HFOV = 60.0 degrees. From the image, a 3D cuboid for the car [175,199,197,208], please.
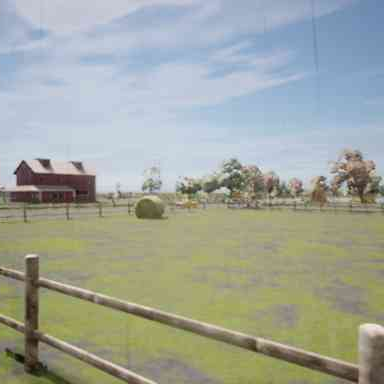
[{"bbox_3d":[-1.104,2.129,60.672,1.882,1.535,5.008,-1,-1,35],"label":"car"}]
